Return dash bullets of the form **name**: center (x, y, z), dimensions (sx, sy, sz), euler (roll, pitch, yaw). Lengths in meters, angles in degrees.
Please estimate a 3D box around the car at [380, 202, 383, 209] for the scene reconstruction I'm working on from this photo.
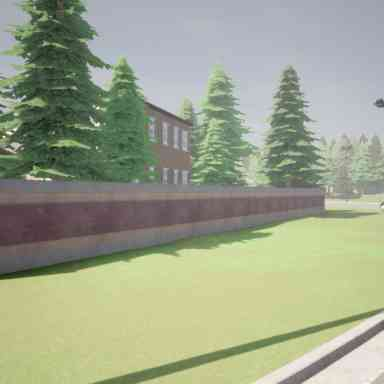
- **car**: center (25.199, 1.505, 40.693), dimensions (1.837, 1.490, 4.892), euler (0, 0, -6)
